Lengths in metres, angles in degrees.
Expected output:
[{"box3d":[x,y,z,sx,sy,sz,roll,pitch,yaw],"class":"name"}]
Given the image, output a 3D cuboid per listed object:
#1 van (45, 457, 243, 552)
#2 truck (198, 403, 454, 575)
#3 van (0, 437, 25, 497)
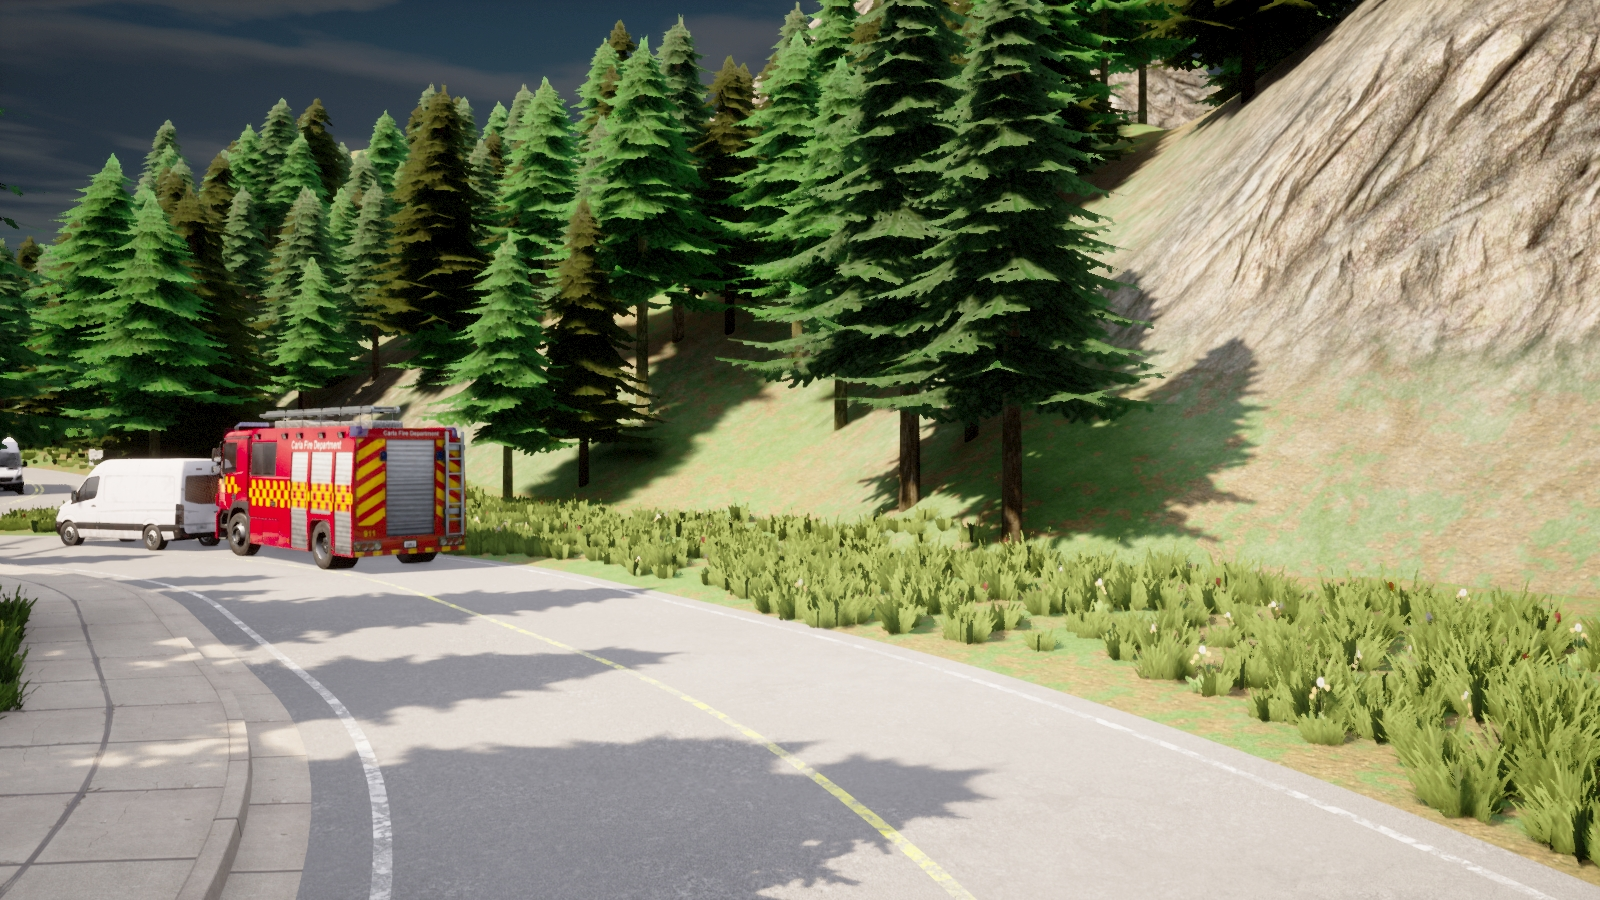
[{"box3d":[-19.222,1.508,33.432,5.915,2.561,1.988,0,0,25],"class":"van"},{"box3d":[-12.411,0.864,29.405,8.468,3.827,2.891,0,0,43],"class":"truck"},{"box3d":[-40.390,0.788,57.501,1.988,2.561,5.915,0,4,-37],"class":"van"}]
